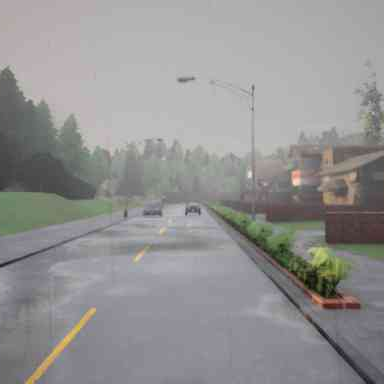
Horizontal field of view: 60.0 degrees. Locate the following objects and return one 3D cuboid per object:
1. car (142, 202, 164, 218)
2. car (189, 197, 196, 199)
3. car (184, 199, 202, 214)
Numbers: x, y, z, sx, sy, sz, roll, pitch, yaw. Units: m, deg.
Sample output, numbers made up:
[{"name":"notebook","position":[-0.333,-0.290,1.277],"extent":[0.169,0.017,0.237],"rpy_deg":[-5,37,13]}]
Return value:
[{"name":"car","position":[-4.065,1.885,35.232],"extent":[1.837,1.490,4.892],"rpy_deg":[0,0,-1]},{"name":"car","position":[0.084,1.903,70.524],"extent":[2.128,1.511,4.902],"rpy_deg":[0,-1,0]},{"name":"car","position":[0.139,1.970,41.041],"extent":[1.812,1.442,4.674],"rpy_deg":[0,-1,0]}]
